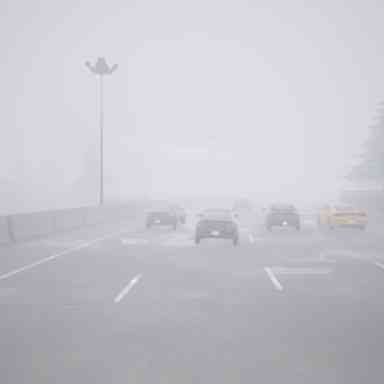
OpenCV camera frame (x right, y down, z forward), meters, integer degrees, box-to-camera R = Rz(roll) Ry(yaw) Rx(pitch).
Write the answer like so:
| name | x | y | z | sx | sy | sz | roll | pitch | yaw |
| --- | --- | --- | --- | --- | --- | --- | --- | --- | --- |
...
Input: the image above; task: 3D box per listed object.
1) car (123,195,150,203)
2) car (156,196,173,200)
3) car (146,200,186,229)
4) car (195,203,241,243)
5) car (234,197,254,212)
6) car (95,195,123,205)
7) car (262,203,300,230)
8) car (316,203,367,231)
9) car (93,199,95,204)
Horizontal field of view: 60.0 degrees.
| name | x | y | z | sx | sy | sz | roll | pitch | yaw |
| --- | --- | --- | --- | --- | --- | --- | --- | --- | --- |
| car | -8.204 | 1.324 | 51.666 | 1.837 | 1.490 | 4.892 | 0 | 0 | 20 |
| car | -4.309 | 1.348 | 52.141 | 1.812 | 1.442 | 4.674 | 0 | 0 | 21 |
| car | -1.570 | 1.455 | 20.866 | 1.812 | 1.442 | 4.674 | 0 | 0 | 9 |
| car | 1.214 | 1.477 | 15.687 | 1.812 | 1.442 | 4.674 | 0 | 0 | 6 |
| car | 5.810 | 1.393 | 37.705 | 1.837 | 1.490 | 4.892 | 0 | 0 | 16 |
| car | -12.184 | 1.290 | 50.929 | 1.882 | 1.535 | 5.008 | 0 | 0 | 19 |
| car | 5.473 | 1.448 | 20.591 | 1.837 | 1.490 | 4.892 | 0 | 0 | 9 |
| car | 8.962 | 1.428 | 20.311 | 1.882 | 1.535 | 5.008 | 0 | 0 | 9 |
| car | -14.348 | 1.272 | 55.284 | 1.882 | 1.535 | 5.008 | 0 | 0 | 21 |
